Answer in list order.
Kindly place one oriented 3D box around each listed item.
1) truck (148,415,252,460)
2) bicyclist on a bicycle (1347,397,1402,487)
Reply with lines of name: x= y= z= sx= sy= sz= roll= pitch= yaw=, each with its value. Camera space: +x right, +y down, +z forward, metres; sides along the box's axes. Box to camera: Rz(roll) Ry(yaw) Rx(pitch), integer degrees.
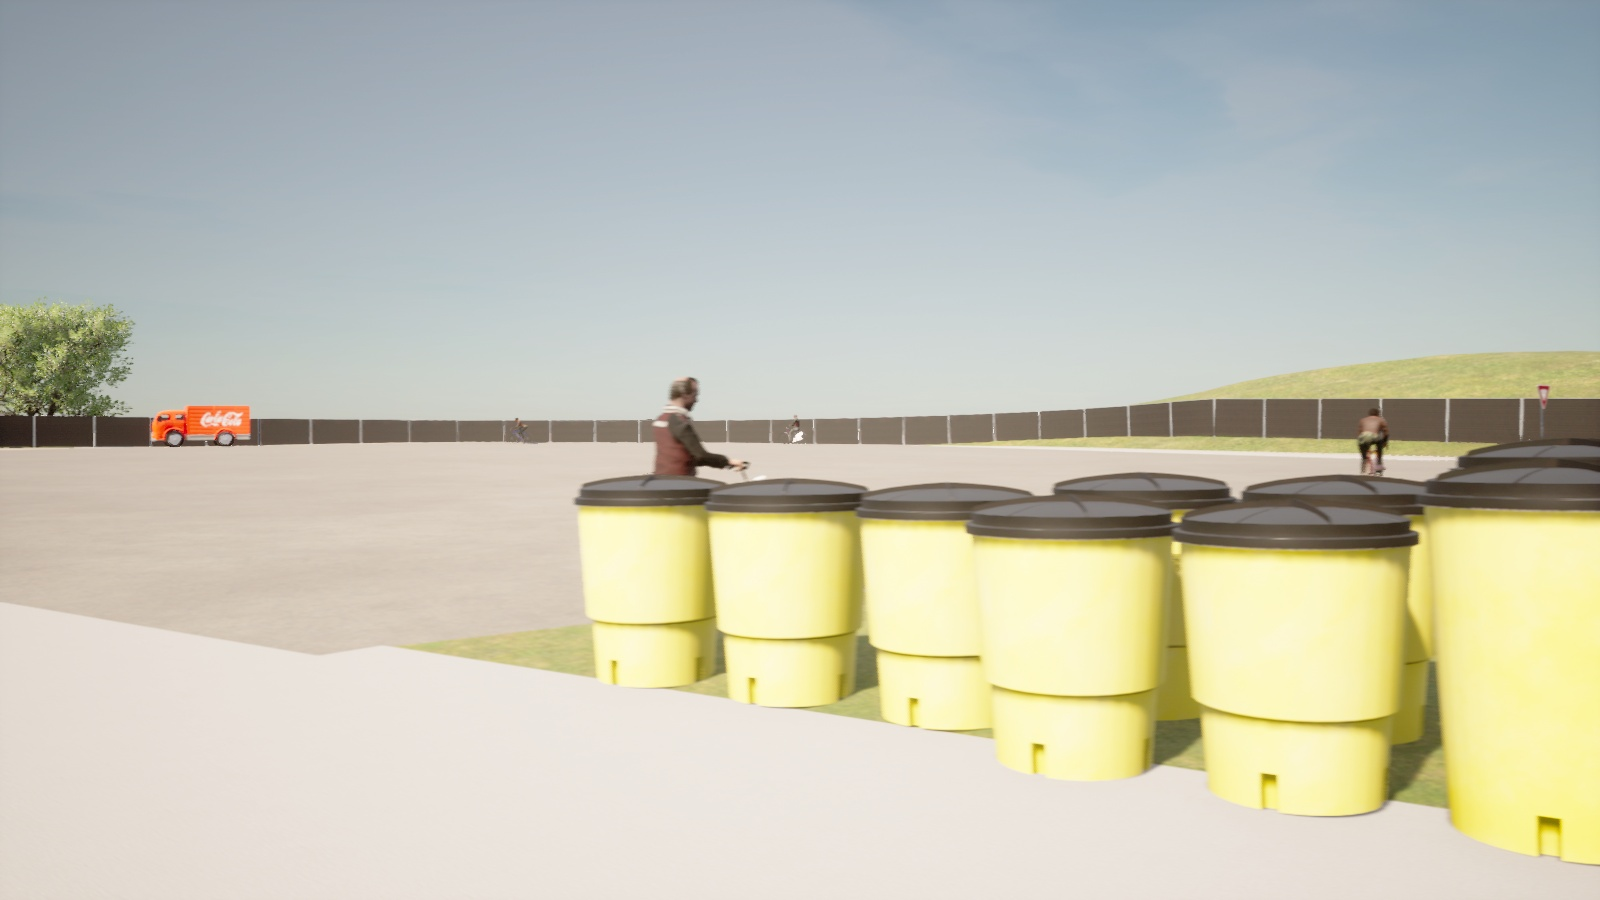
truck: x=-35.334 y=-0.748 z=73.962 sx=5.204 sy=2.467 sz=2.627 roll=-2 pitch=0 yaw=-30
bicyclist on a bicycle: x=10.809 y=-0.162 z=23.602 sx=0.582 sy=1.620 sz=1.656 roll=-1 pitch=1 yaw=36
